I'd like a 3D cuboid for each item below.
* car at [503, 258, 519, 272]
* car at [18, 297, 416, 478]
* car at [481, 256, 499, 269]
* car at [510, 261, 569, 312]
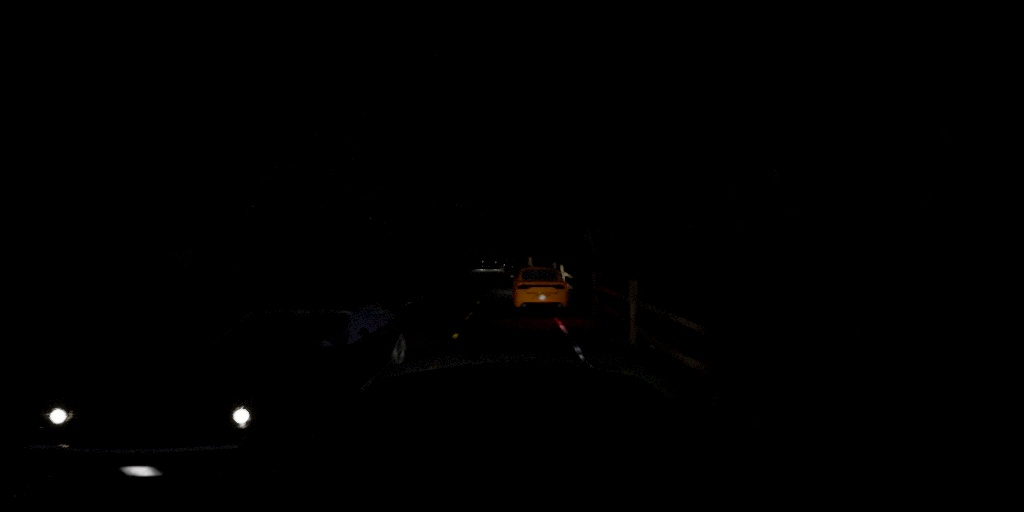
[{"bbox_3d":[0.058,0.936,40.772,2.128,1.511,4.902,0,1,0],"label":"car"},{"bbox_3d":[-2.853,1.328,4.962,1.895,1.301,4.718,0,0,0],"label":"car"},{"bbox_3d":[-2.849,0.748,46.450,2.097,1.767,4.553,0,0,0],"label":"car"},{"bbox_3d":[0.958,1.139,13.803,1.882,1.535,5.008,0,0,0],"label":"car"}]
